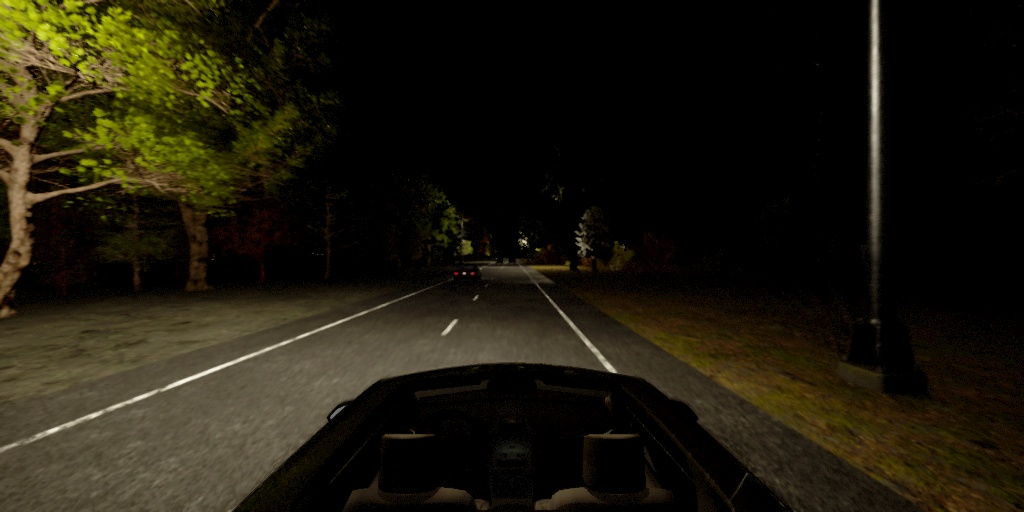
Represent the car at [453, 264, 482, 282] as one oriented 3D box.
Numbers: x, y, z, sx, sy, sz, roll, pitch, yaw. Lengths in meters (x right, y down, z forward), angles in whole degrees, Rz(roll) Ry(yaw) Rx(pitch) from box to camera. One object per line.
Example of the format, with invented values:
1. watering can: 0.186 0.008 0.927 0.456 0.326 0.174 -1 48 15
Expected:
1. car: -3.492 1.328 28.789 2.033 1.411 5.357 0 0 0
